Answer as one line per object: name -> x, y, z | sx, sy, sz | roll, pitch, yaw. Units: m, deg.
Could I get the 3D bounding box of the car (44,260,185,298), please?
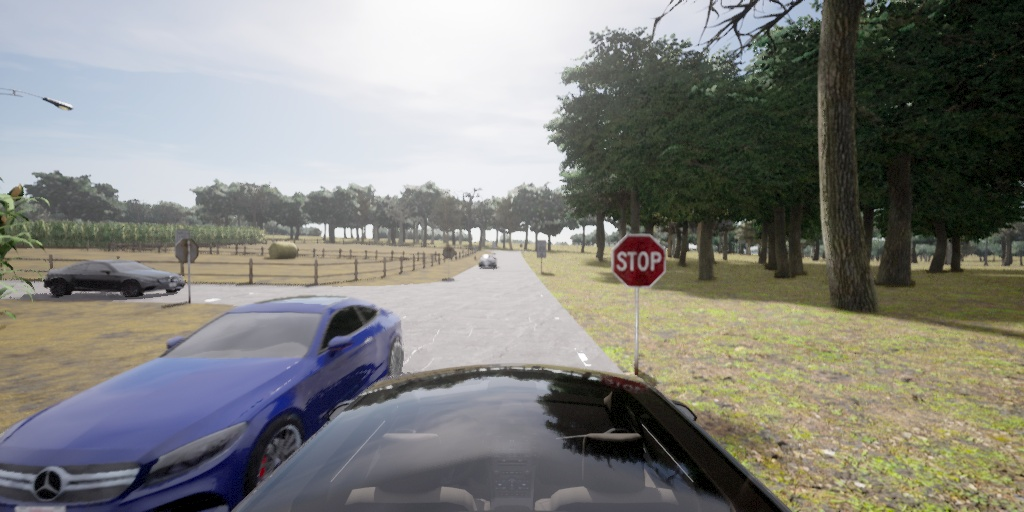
car -> -16.392, 0.894, 14.877 | 4.674, 1.442, 1.812 | 1, 1, 0

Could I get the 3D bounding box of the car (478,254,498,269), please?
car -> -2.603, 0.584, 39.502 | 2.128, 1.511, 4.902 | 0, 2, 0

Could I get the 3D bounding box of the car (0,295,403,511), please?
car -> -2.742, 1.272, 4.421 | 1.812, 1.442, 4.674 | 0, 0, 0
